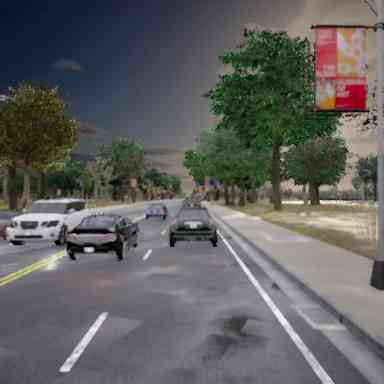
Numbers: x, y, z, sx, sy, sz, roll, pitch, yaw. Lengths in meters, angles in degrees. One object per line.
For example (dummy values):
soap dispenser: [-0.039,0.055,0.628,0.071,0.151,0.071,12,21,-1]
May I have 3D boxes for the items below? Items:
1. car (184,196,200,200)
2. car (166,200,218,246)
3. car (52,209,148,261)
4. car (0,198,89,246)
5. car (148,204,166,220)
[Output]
car: [-0.003,1.525,38.120,2.150,2.045,5.566,0,-1,0]
car: [0.055,1.464,16.052,2.097,1.767,4.553,0,0,0]
car: [-3.179,1.584,12.682,2.128,1.511,4.902,0,0,0]
car: [-6.641,1.347,16.203,2.150,2.045,5.566,0,0,0]
car: [-3.233,1.796,31.362,2.033,1.411,5.357,0,-1,0]
